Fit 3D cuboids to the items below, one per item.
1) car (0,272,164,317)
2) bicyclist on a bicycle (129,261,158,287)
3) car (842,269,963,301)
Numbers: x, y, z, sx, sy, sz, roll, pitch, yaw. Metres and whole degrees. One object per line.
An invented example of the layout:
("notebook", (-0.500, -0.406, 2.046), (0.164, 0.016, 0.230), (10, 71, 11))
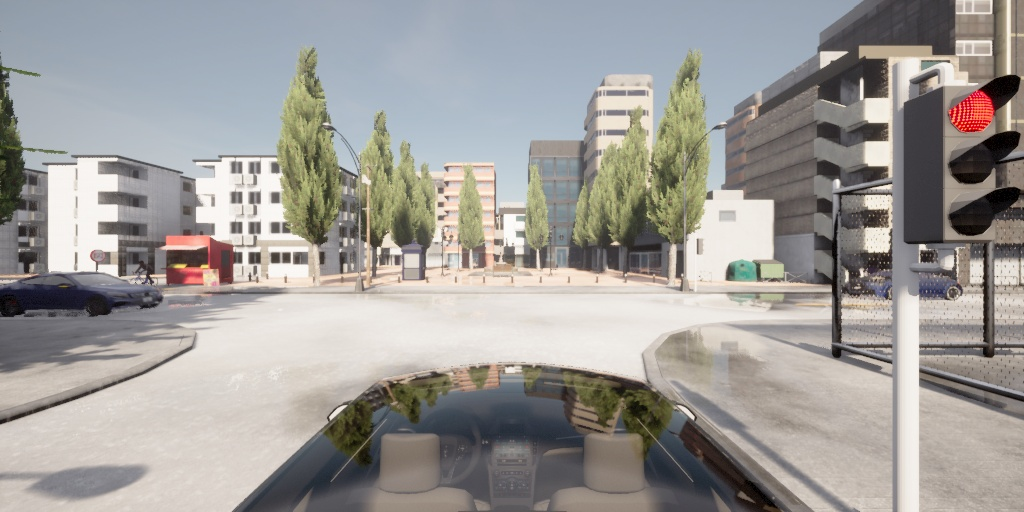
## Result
("car", (-15.186, 1.276, 12.644), (4.674, 1.442, 1.812), (0, 0, 0))
("bicyclist on a bicycle", (-21.561, 1.099, 21.015), (0.582, 1.620, 1.656), (0, 0, 0))
("car", (18.210, 1.314, 16.853), (4.181, 1.385, 1.994), (0, 0, 0))
